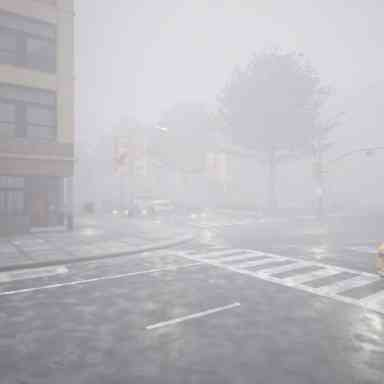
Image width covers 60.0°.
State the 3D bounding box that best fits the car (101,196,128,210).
[{"bbox_3d":[-9.984,1.352,42.755,2.097,1.767,4.553,0,0,-35],"label":"car"}]

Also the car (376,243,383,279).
[{"bbox_3d":[6.835,1.477,8.842,5.008,1.535,1.882,0,0,-35],"label":"car"}]

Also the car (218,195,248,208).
[{"bbox_3d":[5.707,1.477,46.877,1.882,1.535,5.008,0,0,-36],"label":"car"}]

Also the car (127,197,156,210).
[{"bbox_3d":[-6.743,1.505,44.234,1.837,1.490,4.892,0,0,-35],"label":"car"}]

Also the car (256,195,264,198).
[{"bbox_3d":[17.682,1.463,83.094,1.895,1.301,4.718,0,0,-36],"label":"car"}]

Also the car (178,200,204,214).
[{"bbox_3d":[-0.921,1.547,36.058,2.033,1.411,5.357,0,0,-36],"label":"car"}]

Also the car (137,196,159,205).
[{"bbox_3d":[-8.017,1.505,59.865,1.837,1.490,4.892,0,0,-36],"label":"car"}]

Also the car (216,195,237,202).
[{"bbox_3d":[8.017,1.413,76.664,2.161,1.482,4.786,0,0,-36],"label":"car"}]

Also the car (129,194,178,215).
[{"bbox_3d":[-4.152,1.221,34.563,2.150,2.045,5.566,0,0,-36],"label":"car"}]

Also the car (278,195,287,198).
[{"bbox_3d":[18.479,1.320,69.160,2.002,1.452,4.674,0,0,-36],"label":"car"}]
